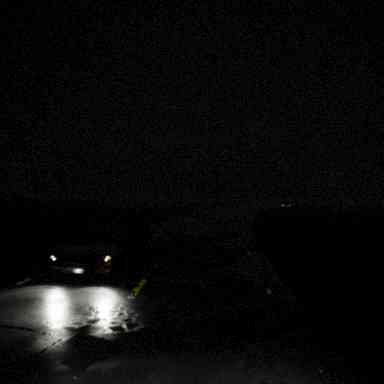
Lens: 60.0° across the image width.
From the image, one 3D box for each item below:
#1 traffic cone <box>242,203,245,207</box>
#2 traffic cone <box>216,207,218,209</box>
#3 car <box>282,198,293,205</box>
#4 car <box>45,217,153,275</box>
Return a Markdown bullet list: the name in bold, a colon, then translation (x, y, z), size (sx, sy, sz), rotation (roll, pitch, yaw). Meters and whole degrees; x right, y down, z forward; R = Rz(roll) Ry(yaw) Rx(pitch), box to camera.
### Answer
- **traffic cone**: translation (9.099, 2.277, 58.797), size (0.340, 0.580, 0.340), rotation (-1, -1, 25)
- **traffic cone**: translation (3.353, 2.048, 44.625), size (0.340, 0.580, 0.340), rotation (-1, -1, 19)
- **car**: translation (22.965, 2.264, 80.204), size (2.097, 1.767, 4.553), rotation (-1, -2, 25)
- **car**: translation (-2.565, 1.537, 10.739), size (2.033, 1.411, 5.357), rotation (0, 0, 5)
